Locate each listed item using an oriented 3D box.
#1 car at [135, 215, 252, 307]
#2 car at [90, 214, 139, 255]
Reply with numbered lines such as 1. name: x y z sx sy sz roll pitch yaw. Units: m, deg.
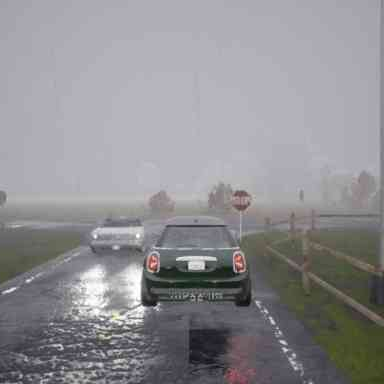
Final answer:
1. car: 0.077 1.352 8.150 2.097 1.767 4.553 0 0 0
2. car: -2.815 1.600 13.590 1.895 1.301 4.718 0 0 -6
